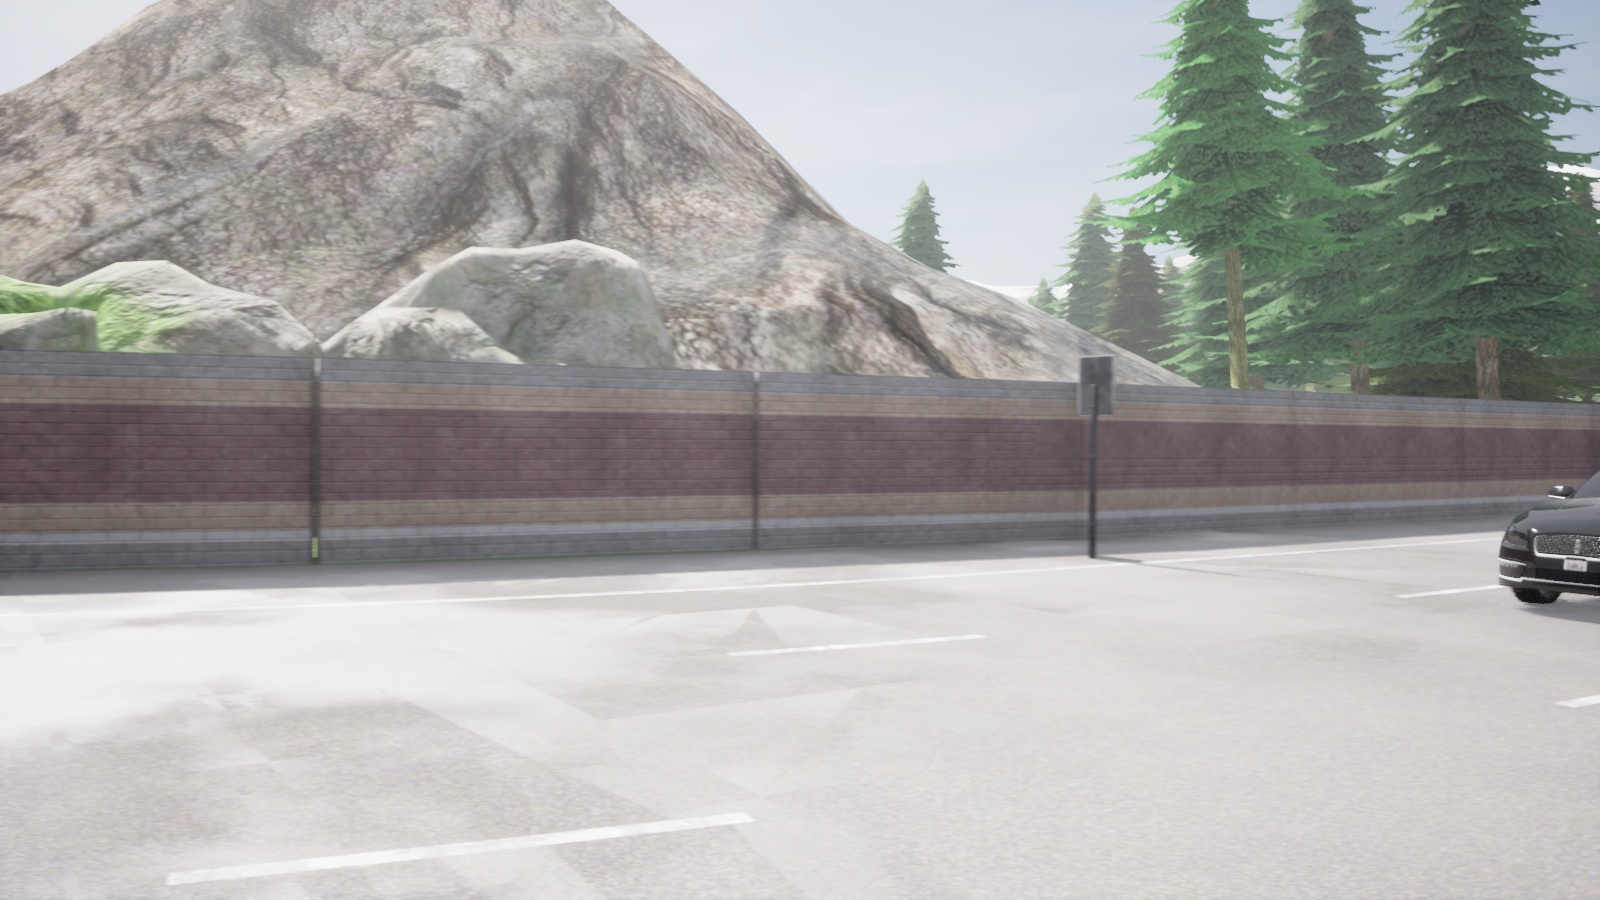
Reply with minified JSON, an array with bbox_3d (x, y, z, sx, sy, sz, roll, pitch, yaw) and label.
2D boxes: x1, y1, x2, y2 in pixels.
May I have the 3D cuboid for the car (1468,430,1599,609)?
[{"bbox_3d":[8.662,0.542,12.007,4.892,1.490,1.837,-1,1,-33],"label":"car"}]
